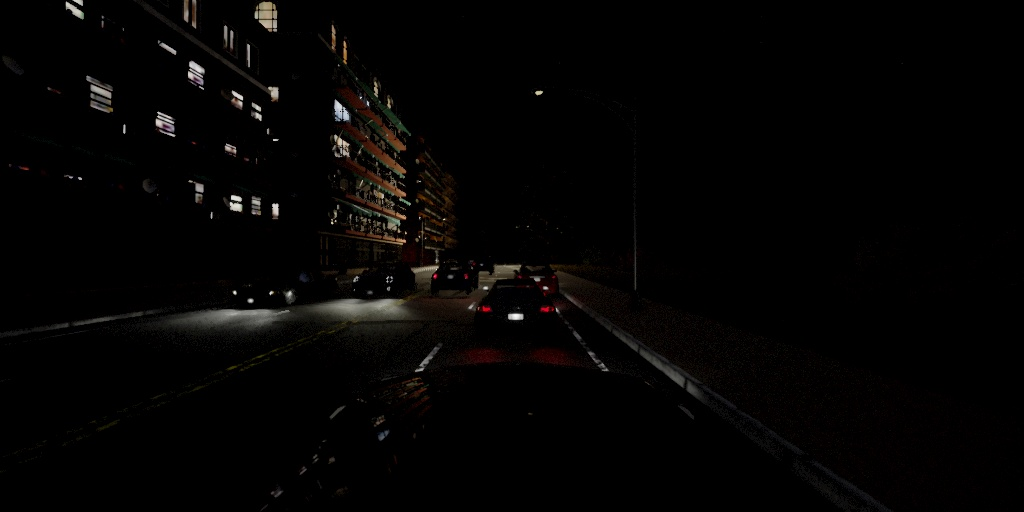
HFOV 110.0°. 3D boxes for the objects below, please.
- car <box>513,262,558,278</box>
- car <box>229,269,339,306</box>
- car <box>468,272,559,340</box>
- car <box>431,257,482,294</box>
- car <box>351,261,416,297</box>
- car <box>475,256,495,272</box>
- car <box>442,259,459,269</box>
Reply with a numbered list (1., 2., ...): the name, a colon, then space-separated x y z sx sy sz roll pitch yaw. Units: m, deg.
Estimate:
1. car: 1.151 1.103 18.533 2.097 1.767 4.553 0 0 0
2. car: -9.838 1.299 16.152 2.033 1.411 5.357 0 0 0
3. car: 0.101 1.315 9.954 1.994 1.385 4.181 0 0 0
4. car: -3.134 1.105 20.402 2.097 1.767 4.553 0 0 0
5. car: -6.587 1.104 18.870 2.097 1.767 4.553 0 0 0
6. car: -3.119 0.976 39.672 2.150 2.045 5.566 0 0 0
7. car: -9.788 1.255 57.545 1.837 1.490 4.892 0 0 0
